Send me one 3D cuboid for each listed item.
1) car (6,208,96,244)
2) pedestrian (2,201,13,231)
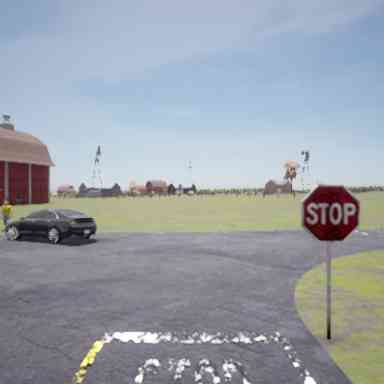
[{"bbox_3d":[-6.797,1.554,15.916,4.892,1.490,1.837,-1,-3,28],"label":"car"},{"bbox_3d":[-11.181,1.431,20.142,0.375,1.860,0.375,0,1,4],"label":"pedestrian"}]
